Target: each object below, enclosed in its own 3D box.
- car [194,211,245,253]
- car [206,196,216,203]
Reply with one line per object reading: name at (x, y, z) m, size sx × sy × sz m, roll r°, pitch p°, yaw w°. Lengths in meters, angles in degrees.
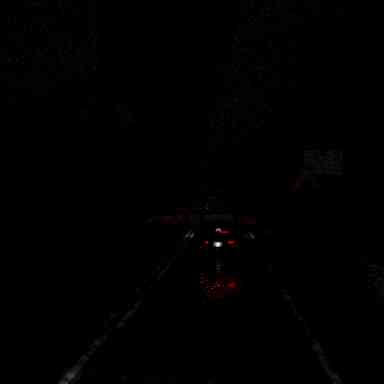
car at (1.155, 1.553, 13.988) m, size 1.837 × 1.490 × 4.892 m, roll 0°, pitch 0°, yaw 6°
car at (4.175, 1.688, 72.490) m, size 1.812 × 1.442 × 4.674 m, roll 0°, pitch -1°, yaw 6°
